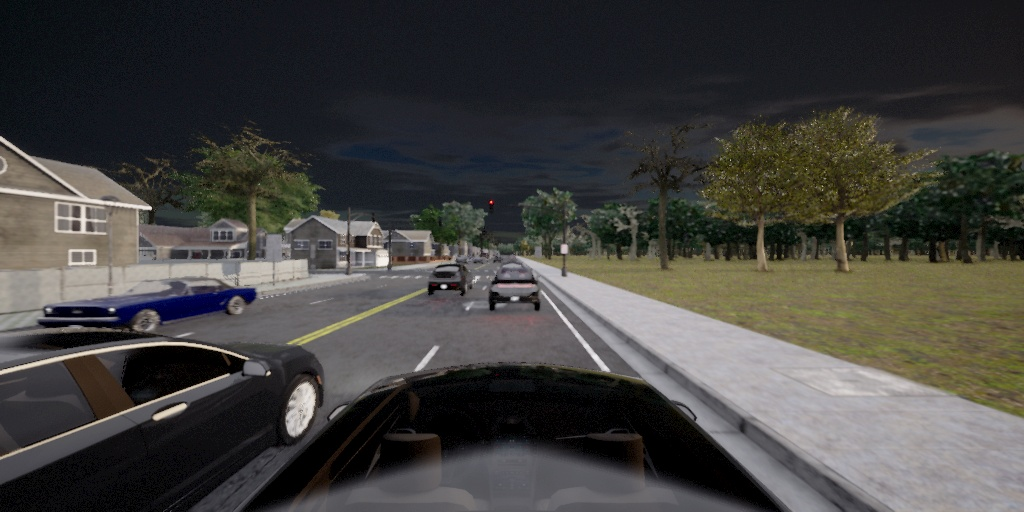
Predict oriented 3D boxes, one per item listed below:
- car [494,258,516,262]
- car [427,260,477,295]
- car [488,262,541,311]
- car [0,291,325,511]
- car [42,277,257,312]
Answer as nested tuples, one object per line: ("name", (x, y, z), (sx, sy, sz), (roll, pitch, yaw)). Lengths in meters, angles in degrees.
("car", (0.024, 1.115, 23.550), (1.882, 1.535, 5.008), (0, 0, 1))
("car", (-3.154, 1.165, 19.010), (1.837, 1.490, 4.892), (0, 0, 0))
("car", (0.096, 1.177, 14.148), (2.128, 1.511, 4.902), (0, 0, 0))
("car", (-3.152, 1.251, 2.349), (1.837, 1.490, 4.892), (0, 0, 0))
("car", (-9.849, 1.306, 10.322), (1.895, 1.301, 4.718), (0, 0, 0))
